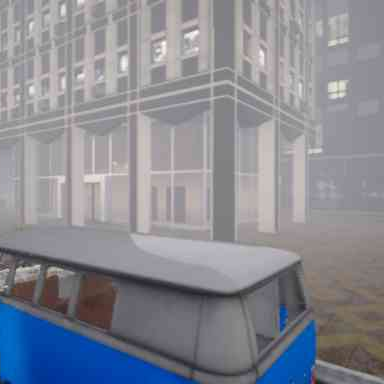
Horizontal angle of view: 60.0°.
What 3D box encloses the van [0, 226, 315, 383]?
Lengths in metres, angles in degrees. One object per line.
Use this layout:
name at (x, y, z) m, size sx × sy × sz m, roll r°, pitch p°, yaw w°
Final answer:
van at (-0.808, 1.333, 3.451) m, size 3.998 × 1.788 × 1.690 m, roll 0°, pitch 0°, yaw 36°
